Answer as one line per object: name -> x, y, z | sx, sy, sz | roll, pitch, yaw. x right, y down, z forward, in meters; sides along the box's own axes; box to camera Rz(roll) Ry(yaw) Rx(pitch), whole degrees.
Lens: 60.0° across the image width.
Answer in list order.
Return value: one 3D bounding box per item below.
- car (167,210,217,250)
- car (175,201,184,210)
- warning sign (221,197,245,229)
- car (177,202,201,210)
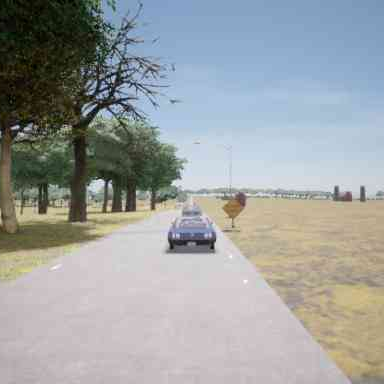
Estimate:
car -> 0.000, 1.692, 14.687 | 1.895, 1.301, 4.718 | 0, -1, 0
car -> -2.750, 2.961, 75.913 | 2.150, 2.045, 5.566 | 0, -2, 0
warning sign -> 2.446, 1.251, 19.826 | 1.300, 1.860, 1.060 | 0, -1, 0
car -> 0.000, 1.881, 29.662 | 2.033, 1.411, 5.357 | 0, -1, 0
